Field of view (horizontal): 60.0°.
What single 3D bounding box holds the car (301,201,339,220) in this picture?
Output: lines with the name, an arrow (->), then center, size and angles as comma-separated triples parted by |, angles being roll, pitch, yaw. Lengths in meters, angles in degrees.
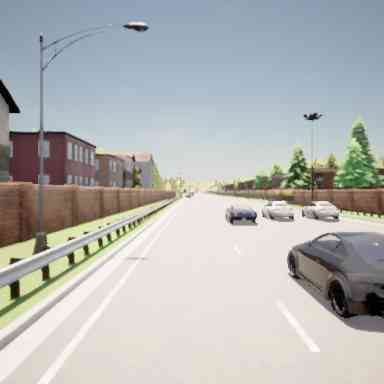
car -> 10.585, 1.500, 27.636 | 1.812, 1.442, 4.674 | 0, 0, 0

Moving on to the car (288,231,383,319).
car -> 3.568, 1.557, 7.381 | 1.994, 1.385, 4.181 | 0, 0, 0

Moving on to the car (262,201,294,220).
car -> 7.086, 1.500, 27.698 | 1.812, 1.442, 4.674 | 0, 0, 0

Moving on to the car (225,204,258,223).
car -> 3.584, 1.578, 25.037 | 1.895, 1.301, 4.718 | 0, 0, 0
